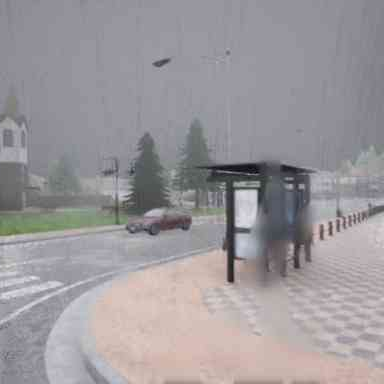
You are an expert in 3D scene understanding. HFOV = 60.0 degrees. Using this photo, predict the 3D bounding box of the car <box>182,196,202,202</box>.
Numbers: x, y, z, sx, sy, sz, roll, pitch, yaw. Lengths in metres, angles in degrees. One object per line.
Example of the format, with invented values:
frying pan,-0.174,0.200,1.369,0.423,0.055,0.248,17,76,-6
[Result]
car,-0.022,1.881,91.325,4.514,1.523,2.007,-1,0,35

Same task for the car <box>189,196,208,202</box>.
car,1.738,1.873,93.922,5.027,1.636,2.152,-1,0,35

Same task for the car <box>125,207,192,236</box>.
car,-1.811,1.641,19.527,1.812,1.442,4.674,-1,0,35
